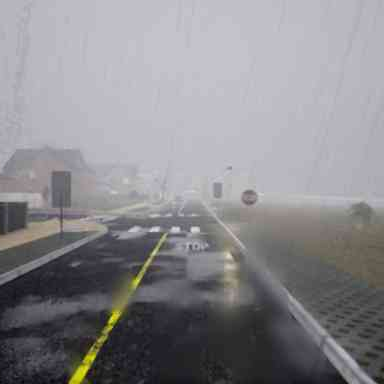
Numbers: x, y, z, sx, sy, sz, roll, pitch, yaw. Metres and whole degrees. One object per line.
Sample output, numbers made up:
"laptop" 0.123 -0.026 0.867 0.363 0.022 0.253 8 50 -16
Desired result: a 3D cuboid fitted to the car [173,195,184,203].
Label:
"car" -2.741 1.344 66.729 1.837 1.490 4.892 0 1 0
